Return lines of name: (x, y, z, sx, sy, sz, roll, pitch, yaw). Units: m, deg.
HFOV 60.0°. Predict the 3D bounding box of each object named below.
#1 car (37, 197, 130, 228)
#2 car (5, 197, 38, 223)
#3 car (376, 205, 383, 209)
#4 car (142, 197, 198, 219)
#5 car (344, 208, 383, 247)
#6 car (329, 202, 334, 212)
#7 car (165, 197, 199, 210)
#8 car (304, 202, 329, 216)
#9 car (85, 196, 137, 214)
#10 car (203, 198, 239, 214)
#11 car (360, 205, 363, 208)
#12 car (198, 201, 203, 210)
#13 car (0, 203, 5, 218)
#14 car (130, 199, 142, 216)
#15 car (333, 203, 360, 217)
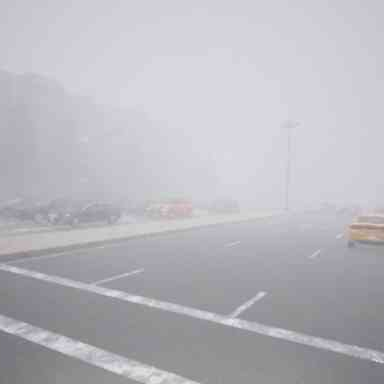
car: (-6.383, 1.252, 20.211, 2.128, 1.511, 4.902, 2, 0, 31)
car: (-9.278, 1.135, 22.185, 1.882, 1.535, 5.008, 2, 0, 31)
car: (21.780, 2.271, 37.969, 1.812, 1.442, 4.674, 2, 0, 31)
car: (-1.745, 1.272, 28.035, 2.097, 1.767, 4.553, 2, 0, 31)
car: (8.776, 1.777, 16.040, 1.882, 1.535, 5.008, 2, 0, 31)
car: (20.099, 2.184, 49.059, 1.837, 1.490, 4.892, 2, 0, 31)
car: (-1.200, 1.407, 42.666, 1.882, 1.535, 5.008, 2, 0, 31)
car: (14.903, 2.026, 40.186, 1.812, 1.442, 4.674, 2, 0, 31)
car: (-7.623, 1.214, 31.843, 1.837, 1.490, 4.892, 2, 0, 31)
car: (3.513, 1.452, 36.896, 2.097, 1.767, 4.553, 2, 0, 31)
car: (23.096, 2.277, 47.254, 2.128, 1.511, 4.902, 2, 0, 31)
car: (2.211, 1.615, 41.564, 1.994, 1.385, 4.181, 2, 0, 31)
car: (-12.234, 1.077, 24.079, 1.812, 1.442, 4.674, 2, 0, 31)
car: (-4.269, 1.376, 30.648, 2.033, 1.411, 5.357, 2, 0, 31)
car: (17.910, 2.134, 38.398, 1.812, 1.442, 4.674, 2, 0, 31)
